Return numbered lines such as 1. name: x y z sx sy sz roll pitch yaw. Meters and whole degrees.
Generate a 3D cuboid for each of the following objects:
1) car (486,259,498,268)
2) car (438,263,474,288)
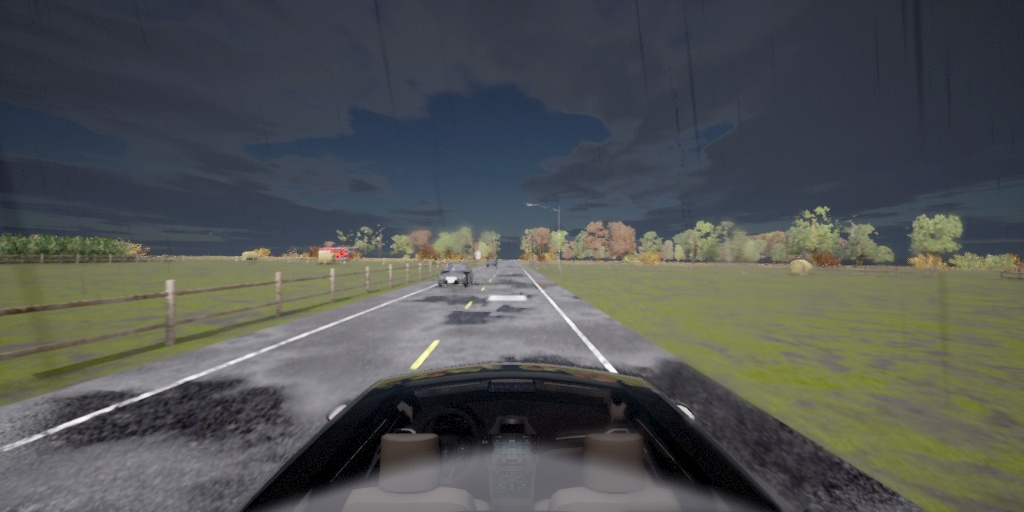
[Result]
1. car: -3.558 1.279 64.230 1.837 1.490 4.892 0 0 1
2. car: -3.609 1.249 23.688 2.128 1.511 4.902 0 0 0
